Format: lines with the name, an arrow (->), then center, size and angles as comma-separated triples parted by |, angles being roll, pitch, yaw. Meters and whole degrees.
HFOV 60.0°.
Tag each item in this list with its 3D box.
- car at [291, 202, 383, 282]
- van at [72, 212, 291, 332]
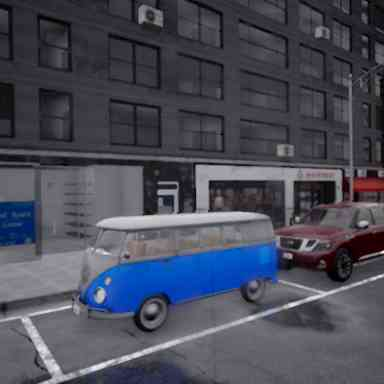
car -> 4.423, 1.251, 9.730 | 5.009, 1.841, 2.192 | 0, 0, -36
van -> -0.116, 1.316, 6.474 | 3.998, 1.788, 1.690 | 0, 0, -36
